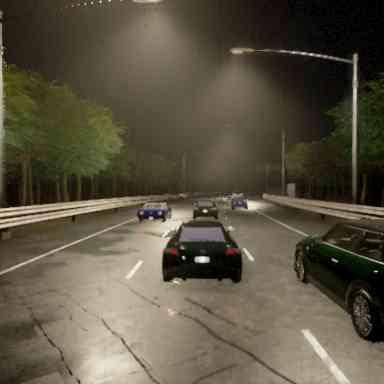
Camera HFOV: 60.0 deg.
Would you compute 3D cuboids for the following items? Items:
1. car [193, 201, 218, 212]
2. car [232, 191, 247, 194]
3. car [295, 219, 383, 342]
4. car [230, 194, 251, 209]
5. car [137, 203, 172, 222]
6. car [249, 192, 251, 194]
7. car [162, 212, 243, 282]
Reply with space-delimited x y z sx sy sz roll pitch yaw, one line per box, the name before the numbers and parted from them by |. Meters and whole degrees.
car | 1.122 1.376 26.798 1.994 1.385 4.181 0 0 4
car | 9.015 0.751 64.802 2.150 2.045 5.566 0 0 10
car | 3.594 1.308 6.541 2.097 1.767 4.553 0 0 1
car | 5.606 1.267 39.533 2.033 1.411 5.357 0 0 6
car | -2.572 1.428 24.191 1.895 1.301 4.718 0 0 3
car | 14.179 0.804 90.480 1.882 1.535 5.008 0 1 13
car | 0.282 1.497 9.589 1.994 1.385 4.181 0 0 1
